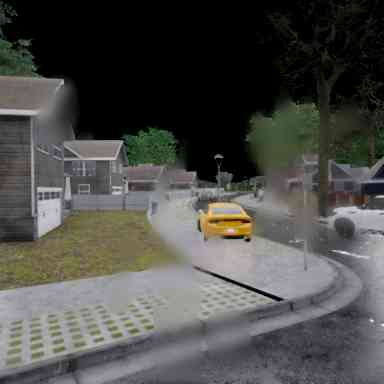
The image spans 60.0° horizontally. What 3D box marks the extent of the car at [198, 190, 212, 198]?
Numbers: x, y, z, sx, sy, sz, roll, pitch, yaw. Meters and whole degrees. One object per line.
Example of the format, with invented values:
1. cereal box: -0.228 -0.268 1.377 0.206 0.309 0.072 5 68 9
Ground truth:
1. car: 2.204 0.535 54.878 2.097 1.767 4.553 -1 1 6

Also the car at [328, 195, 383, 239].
1. car: 8.712 1.095 14.164 2.150 2.045 5.566 -1 2 -36

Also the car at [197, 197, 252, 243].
1. car: 1.366 1.220 14.838 1.882 1.535 5.008 0 1 -2
